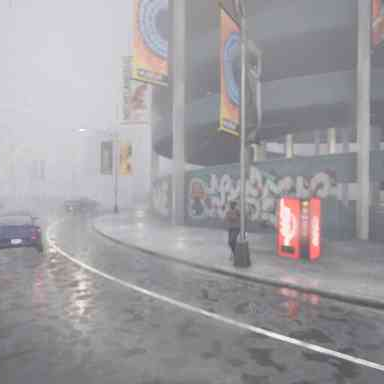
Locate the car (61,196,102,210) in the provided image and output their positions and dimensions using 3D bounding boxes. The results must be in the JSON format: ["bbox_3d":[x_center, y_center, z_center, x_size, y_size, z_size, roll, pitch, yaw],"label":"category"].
[{"bbox_3d":[-13.414,1.286,40.704,2.033,1.411,5.357,0,0,17],"label":"car"}]

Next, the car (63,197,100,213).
[{"bbox_3d":[-11.198,1.285,33.956,1.837,1.490,4.892,0,0,6],"label":"car"}]

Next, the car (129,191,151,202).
[{"bbox_3d":[-9.529,0.890,63.472,2.150,2.045,5.566,1,0,31],"label":"car"}]

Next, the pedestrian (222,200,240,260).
[{"bbox_3d":[1.221,1.108,9.745,0.375,1.860,0.375,0,0,-43],"label":"pedestrian"}]

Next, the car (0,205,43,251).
[{"bbox_3d":[-6.935,1.426,12.827,1.812,1.442,4.674,0,0,-31],"label":"car"}]

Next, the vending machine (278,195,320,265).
[{"bbox_3d":[3.486,1.172,10.817,0.880,2.100,1.100,1,0,45],"label":"vending machine"}]
